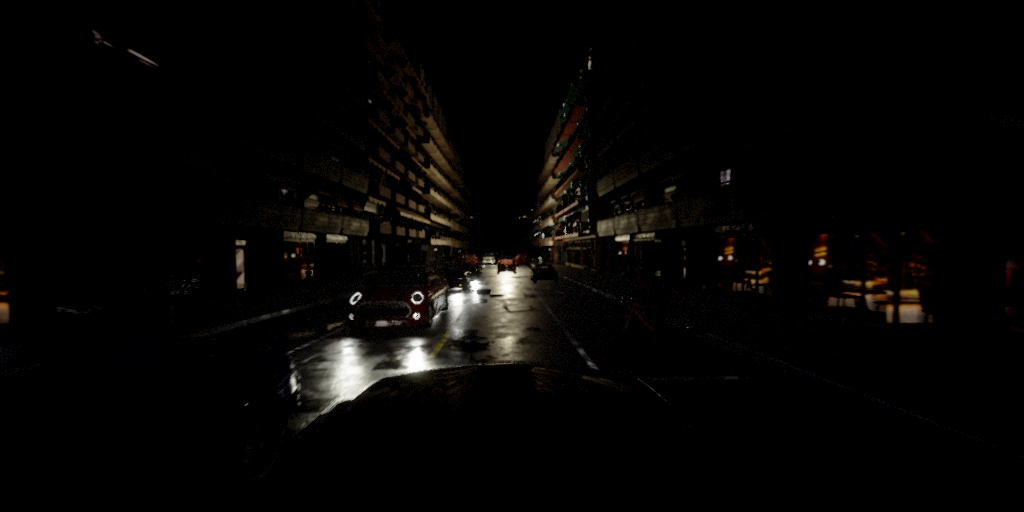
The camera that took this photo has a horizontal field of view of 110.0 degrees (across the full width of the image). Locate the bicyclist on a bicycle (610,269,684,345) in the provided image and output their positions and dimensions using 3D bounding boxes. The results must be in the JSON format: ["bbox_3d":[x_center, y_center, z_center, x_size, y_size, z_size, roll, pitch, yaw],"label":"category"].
[{"bbox_3d":[2.949,1.116,7.839,1.656,1.620,0.582,0,0,-1],"label":"bicyclist on a bicycle"}]

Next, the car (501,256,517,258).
[{"bbox_3d":[-0.820,0.771,51.092,2.097,1.767,4.553,0,0,-1],"label":"car"}]

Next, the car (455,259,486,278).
[{"bbox_3d":[-3.589,1.177,30.957,1.895,1.301,4.718,0,0,-1],"label":"car"}]

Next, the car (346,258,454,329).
[{"bbox_3d":[-3.253,1.061,11.073,2.097,1.767,4.553,0,0,-1],"label":"car"}]

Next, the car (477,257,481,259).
[{"bbox_3d":[-6.759,0.713,59.056,2.192,1.841,5.009,0,0,-1],"label":"car"}]

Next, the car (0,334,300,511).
[{"bbox_3d":[-3.071,1.293,1.858,1.812,1.442,4.674,0,0,0],"label":"car"}]

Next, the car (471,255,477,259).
[{"bbox_3d":[-6.650,0.983,53.394,1.888,1.381,4.507,0,0,-1],"label":"car"}]

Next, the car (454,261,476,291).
[{"bbox_3d":[-3.422,1.209,20.745,1.994,1.385,4.181,0,0,0],"label":"car"}]

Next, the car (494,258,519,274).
[{"bbox_3d":[-0.544,1.119,36.768,1.895,1.301,4.718,0,0,-1],"label":"car"}]

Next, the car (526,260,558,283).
[{"bbox_3d":[2.237,1.161,25.296,1.802,1.307,4.207,0,0,-1],"label":"car"}]

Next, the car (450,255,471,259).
[{"bbox_3d":[-6.433,0.831,42.066,2.192,1.841,5.009,0,0,-1],"label":"car"}]

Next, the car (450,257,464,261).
[{"bbox_3d":[-6.322,1.080,36.232,1.751,1.417,4.829,0,0,-1],"label":"car"}]

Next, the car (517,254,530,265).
[{"bbox_3d":[1.695,0.701,53.612,2.192,1.841,5.009,0,0,-1],"label":"car"}]
